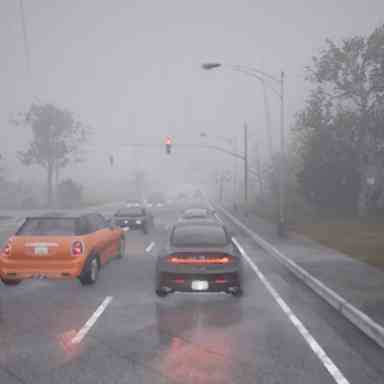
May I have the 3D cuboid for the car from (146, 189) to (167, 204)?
[{"bbox_3d":[-6.092,0.911,56.750,2.150,2.045,5.566,0,0,2],"label":"car"}]

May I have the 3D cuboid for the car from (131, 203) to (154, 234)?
[{"bbox_3d":[-3.226,1.498,18.580,1.895,1.301,4.718,0,0,0],"label":"car"}]

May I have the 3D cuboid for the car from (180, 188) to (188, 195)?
[{"bbox_3d":[-1.940,-0.129,85.792,1.812,1.442,4.674,0,3,1],"label":"car"}]

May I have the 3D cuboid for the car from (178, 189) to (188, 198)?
[{"bbox_3d":[-2.152,0.601,75.378,1.837,1.490,4.892,0,3,1],"label":"car"}]

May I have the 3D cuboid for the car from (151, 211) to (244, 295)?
[{"bbox_3d":[0.171,1.457,8.550,1.837,1.490,4.892,0,0,1],"label":"car"}]

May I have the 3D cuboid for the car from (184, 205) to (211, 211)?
[{"bbox_3d":[0.275,1.429,17.625,1.812,1.442,4.674,0,0,3],"label":"car"}]

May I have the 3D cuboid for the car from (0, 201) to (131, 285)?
[{"bbox_3d":[-3.316,1.299,9.493,2.097,1.767,4.553,0,0,1],"label":"car"}]

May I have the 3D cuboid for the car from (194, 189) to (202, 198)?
[{"bbox_3d":[1.347,0.641,75.309,2.033,1.411,5.357,0,3,1],"label":"car"}]

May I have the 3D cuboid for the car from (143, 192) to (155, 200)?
[{"bbox_3d":[-9.227,0.812,71.794,1.837,1.490,4.892,0,3,1],"label":"car"}]

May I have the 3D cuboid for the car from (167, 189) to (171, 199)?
[{"bbox_3d":[-5.711,0.494,72.528,2.150,2.045,5.566,0,3,1],"label":"car"}]

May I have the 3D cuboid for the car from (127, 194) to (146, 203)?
[{"bbox_3d":[-9.605,1.239,56.240,2.033,1.411,5.357,0,0,2],"label":"car"}]
